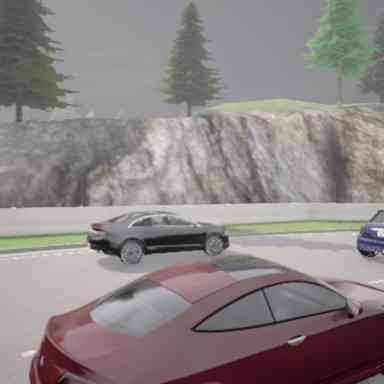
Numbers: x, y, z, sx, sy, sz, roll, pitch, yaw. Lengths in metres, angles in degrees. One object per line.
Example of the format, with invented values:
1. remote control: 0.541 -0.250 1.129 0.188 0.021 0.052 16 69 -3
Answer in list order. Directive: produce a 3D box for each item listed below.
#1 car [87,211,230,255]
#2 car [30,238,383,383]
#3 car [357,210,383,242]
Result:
1. car: -0.972 1.391 11.159 4.902 1.511 2.128 0 0 -29
2. car: 0.718 1.496 3.868 4.674 1.442 1.812 0 0 -32
3. car: 7.767 1.317 10.889 4.553 1.767 2.097 0 1 -20
